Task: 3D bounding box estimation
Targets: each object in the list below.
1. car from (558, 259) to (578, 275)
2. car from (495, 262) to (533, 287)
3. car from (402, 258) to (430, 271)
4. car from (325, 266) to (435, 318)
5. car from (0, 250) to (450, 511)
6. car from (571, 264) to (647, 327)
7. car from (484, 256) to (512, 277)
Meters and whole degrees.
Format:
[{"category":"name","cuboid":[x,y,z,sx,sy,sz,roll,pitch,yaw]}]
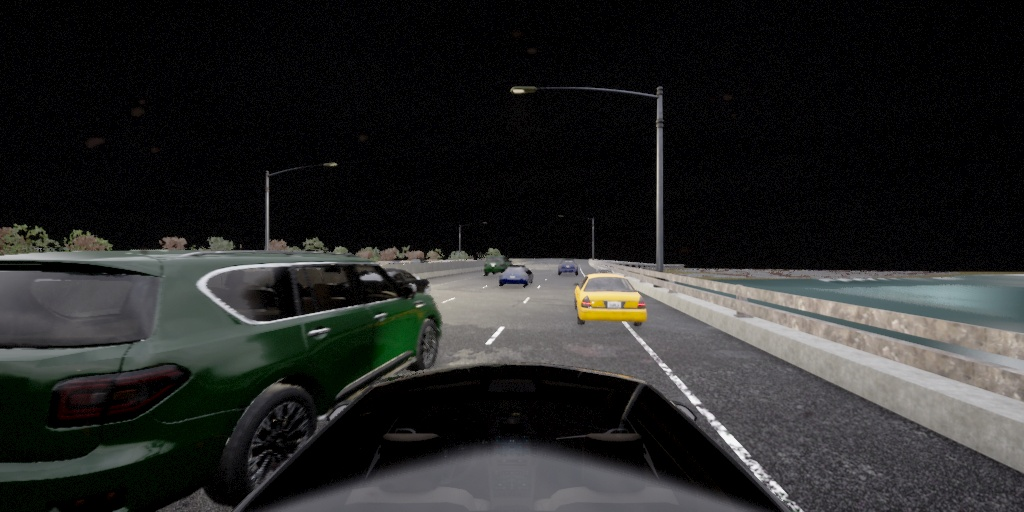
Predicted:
[{"category":"car","cuboid":[6.261,1.148,39.874,2.097,1.767,4.553,0,0,10]},{"category":"car","cuboid":[0.358,1.339,25.104,1.994,1.385,4.181,0,0,9]},{"category":"car","cuboid":[-13.440,1.174,50.382,2.097,1.767,4.553,0,0,10]},{"category":"car","cuboid":[-4.861,1.239,14.149,1.882,1.535,5.008,0,0,9]},{"category":"car","cuboid":[-2.728,0.973,4.629,2.150,2.045,5.566,0,0,8]},{"category":"car","cuboid":[2.974,1.214,11.636,1.801,1.575,5.366,0,0,8]},{"category":"car","cuboid":[-1.336,1.014,36.724,2.150,2.045,5.566,0,0,9]}]
